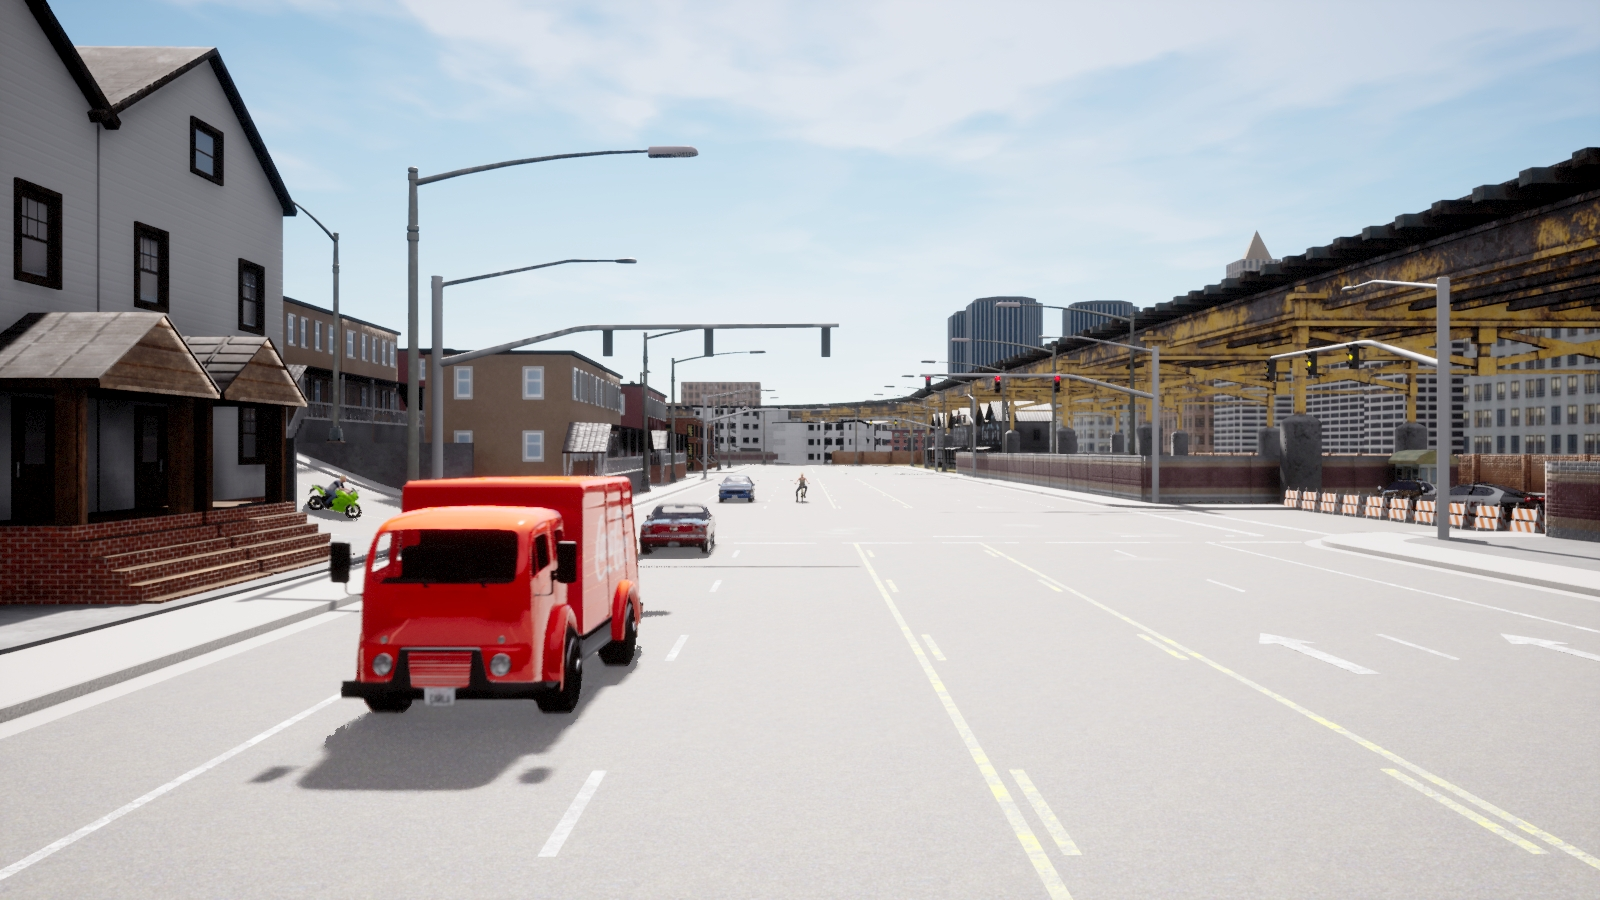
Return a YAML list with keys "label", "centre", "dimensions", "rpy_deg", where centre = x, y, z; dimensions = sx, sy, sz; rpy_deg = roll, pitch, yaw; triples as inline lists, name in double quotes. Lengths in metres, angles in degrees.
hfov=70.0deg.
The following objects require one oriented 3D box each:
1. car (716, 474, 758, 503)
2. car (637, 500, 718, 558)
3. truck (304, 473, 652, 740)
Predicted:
- label: "car"
  centre: [-3.449, 2.106, 63.014]
  dimensions: [2.033, 1.411, 5.357]
  rpy_deg: [0, 0, 0]
- label: "car"
  centre: [-3.365, 2.159, 32.155]
  dimensions: [1.895, 1.301, 4.718]
  rpy_deg: [0, 0, -2]
- label: "truck"
  centre: [-3.456, 1.568, 13.670]
  dimensions: [2.627, 2.467, 5.204]
  rpy_deg: [0, 0, 1]
